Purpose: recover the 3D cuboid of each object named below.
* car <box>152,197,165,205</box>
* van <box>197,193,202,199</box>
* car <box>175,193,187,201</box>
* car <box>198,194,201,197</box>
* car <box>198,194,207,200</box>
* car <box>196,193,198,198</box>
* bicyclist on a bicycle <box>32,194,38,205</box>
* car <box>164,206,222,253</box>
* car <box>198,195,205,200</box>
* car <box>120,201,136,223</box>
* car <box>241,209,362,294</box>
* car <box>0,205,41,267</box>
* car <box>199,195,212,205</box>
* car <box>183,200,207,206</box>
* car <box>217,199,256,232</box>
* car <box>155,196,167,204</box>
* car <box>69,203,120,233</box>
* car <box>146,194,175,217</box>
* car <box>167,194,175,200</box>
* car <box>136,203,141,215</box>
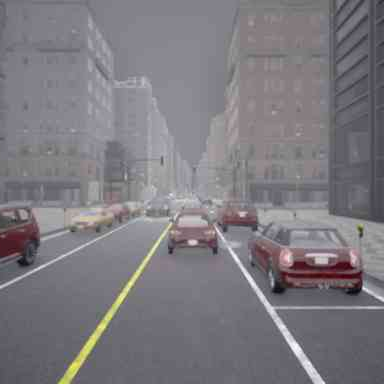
[{"bbox_3d":[-5.878,1.565,58.323,1.887,1.381,4.507,1,0,0],"label":"car"},{"bbox_3d":[2.642,1.369,75.338,1.690,1.788,3.998,1,0,0],"label":"van"},{"bbox_3d":[-3.042,1.552,89.989,2.128,1.511,4.902,0,0,0],"label":"car"},{"bbox_3d":[2.642,1.607,69.664,1.802,1.307,4.206,1,0,0],"label":"car"},{"bbox_3d":[2.645,1.604,63.991,1.802,1.307,4.206,1,0,0],"label":"car"},{"bbox_3d":[2.640,1.347,81.011,2.192,1.841,5.009,1,0,0],"label":"car"},{"bbox_3d":[-23.036,1.167,48.756,0.582,1.620,1.656,0,0,0],"label":"bicyclist on a bicycle"},{"bbox_3d":[0.043,1.529,13.538,1.812,1.442,4.674,0,0,0],"label":"car"},{"bbox_3d":[2.632,1.621,92.357,1.802,1.307,4.206,1,0,0],"label":"car"},{"bbox_3d":[-5.862,1.553,25.678,1.887,1.381,4.507,1,0,0],"label":"car"},{"bbox_3d":[2.672,1.443,8.800,1.967,1.590,4.097,1,0,0],"label":"car"},{"bbox_3d":[-5.852,1.317,8.805,2.192,1.841,5.009,1,0,0],"label":"car"},{"bbox_3d":[2.648,1.602,58.317,1.802,1.307,4.206,1,0,0],"label":"car"},{"bbox_3d":[0.027,1.610,27.253,1.895,1.301,4.718,0,0,0],"label":"car"},{"bbox_3d":[2.668,1.321,20.049,2.192,1.841,5.009,1,0,0],"label":"car"},{"bbox_3d":[-5.880,1.567,63.996,1.887,1.381,4.507,1,0,0],"label":"car"},{"bbox_3d":[-5.860,1.531,19.884,1.752,1.417,4.829,1,0,0],"label":"car"},{"bbox_3d":[-3.059,1.361,31.375,2.097,1.767,4.553,0,0,0],"label":"car"},{"bbox_3d":[-5.893,1.479,92.360,1.967,1.590,4.097,1,0,0],"label":"car"},{"bbox_3d":[-5.865,1.535,31.133,1.752,1.417,4.829,1,0,0],"label":"car"}]
